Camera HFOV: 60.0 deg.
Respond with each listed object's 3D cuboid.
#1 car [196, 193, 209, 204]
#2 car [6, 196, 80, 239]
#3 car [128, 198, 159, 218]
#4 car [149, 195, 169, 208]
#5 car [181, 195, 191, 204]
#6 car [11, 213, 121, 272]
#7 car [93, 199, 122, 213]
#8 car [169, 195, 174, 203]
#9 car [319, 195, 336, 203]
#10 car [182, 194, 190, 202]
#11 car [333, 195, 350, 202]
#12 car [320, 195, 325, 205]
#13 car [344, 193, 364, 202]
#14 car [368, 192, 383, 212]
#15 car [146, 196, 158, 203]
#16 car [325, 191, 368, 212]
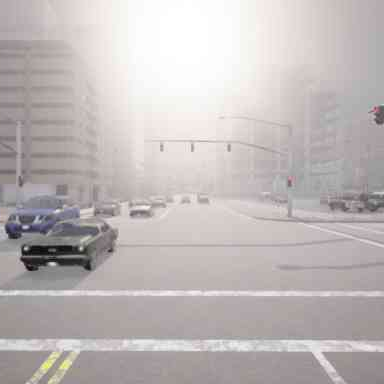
[{"bbox_3d":[2.273,1.469,64.709,1.882,1.535,5.008,0,0,0],"label":"car"},{"bbox_3d":[-7.562,1.219,17.579,2.150,2.045,5.566,0,0,-3],"label":"car"},{"bbox_3d":[-4.534,1.543,30.843,2.033,1.411,5.357,0,0,-1],"label":"car"},{"bbox_3d":[-4.676,1.498,47.416,1.837,1.490,4.892,0,0,0],"label":"car"},{"bbox_3d":[-1.233,1.592,65.383,1.895,1.301,4.718,0,0,0],"label":"car"},{"bbox_3d":[-3.759,1.599,11.007,1.895,1.301,4.718,0,0,-2],"label":"car"},{"bbox_3d":[-8.045,1.501,31.998,1.837,1.490,4.892,0,0,-1],"label":"car"},{"bbox_3d":[-4.764,1.342,68.856,2.097,1.767,4.553,0,0,0],"label":"car"},{"bbox_3d":[27.773,1.387,68.412,1.970,1.475,3.806,0,0,0],"label":"car"},{"bbox_3d":[-1.311,1.294,74.454,1.882,1.535,5.008,0,0,0],"label":"car"},{"bbox_3d":[30.669,1.355,68.426,1.784,1.438,3.905,0,0,0],"label":"car"},{"bbox_3d":[22.081,1.389,53.281,1.970,1.475,3.806,0,0,0],"label":"car"},{"bbox_3d":[33.352,1.144,68.489,1.932,1.855,4.605,0,0,0],"label":"car"},{"bbox_3d":[19.463,1.152,35.801,1.905,1.878,3.866,0,0,0],"label":"car"},{"bbox_3d":[-8.263,1.538,68.850,1.812,1.442,4.674,0,0,0],"label":"car"},{"bbox_3d":[16.569,1.149,35.841,1.932,1.855,4.605,0,0,0],"label":"car"}]
